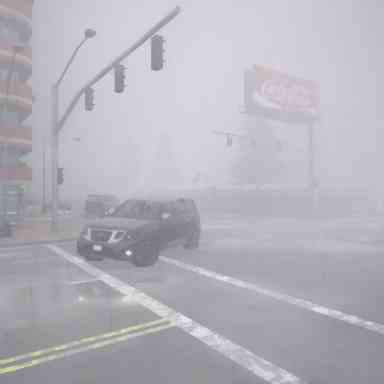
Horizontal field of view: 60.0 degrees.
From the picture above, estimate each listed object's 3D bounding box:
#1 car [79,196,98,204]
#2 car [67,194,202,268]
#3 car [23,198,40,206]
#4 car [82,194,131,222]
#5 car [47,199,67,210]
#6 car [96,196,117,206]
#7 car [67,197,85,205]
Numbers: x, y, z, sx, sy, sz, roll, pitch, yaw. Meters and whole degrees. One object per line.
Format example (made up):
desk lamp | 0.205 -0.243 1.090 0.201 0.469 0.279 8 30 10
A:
car | -19.974 1.478 64.040 1.882 1.535 5.008 0 0 -36
car | -1.493 1.220 11.929 2.150 2.045 5.566 2 1 25
car | -26.498 1.602 54.957 1.994 1.385 4.181 0 0 -36
car | -7.340 1.222 28.150 2.150 2.045 5.566 0 0 -36
car | -16.135 1.564 40.386 1.994 1.385 4.181 0 0 -36
car | -14.487 1.505 56.410 1.837 1.490 4.892 0 0 -36
car | -20.557 1.564 58.857 1.994 1.385 4.181 0 0 -36
